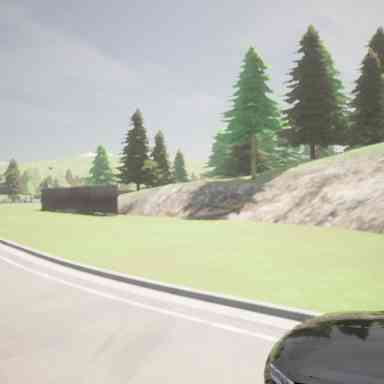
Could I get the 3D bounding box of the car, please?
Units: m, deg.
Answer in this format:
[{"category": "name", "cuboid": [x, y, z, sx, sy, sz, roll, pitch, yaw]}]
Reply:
[{"category": "car", "cuboid": [2.835, 1.475, 1.964, 4.902, 1.511, 2.128, -1, -1, 36]}]
